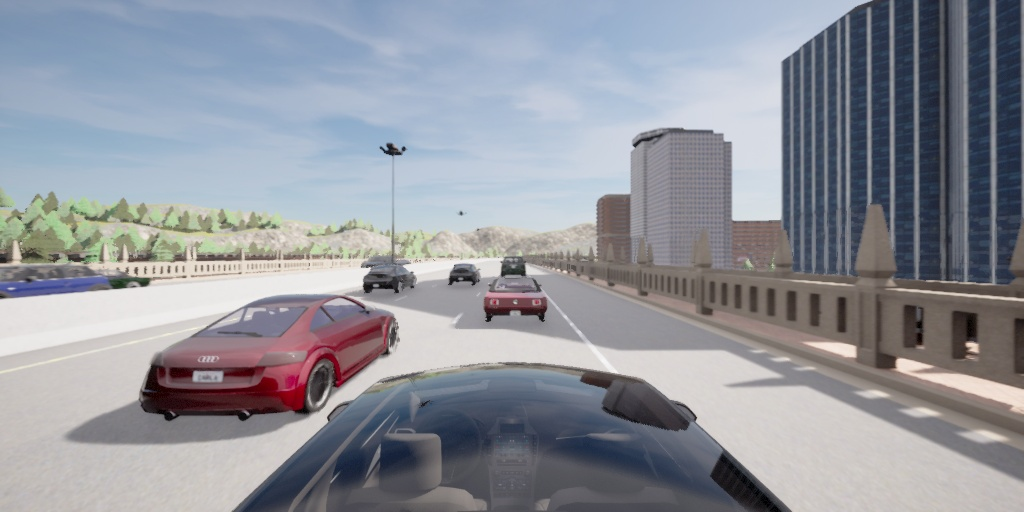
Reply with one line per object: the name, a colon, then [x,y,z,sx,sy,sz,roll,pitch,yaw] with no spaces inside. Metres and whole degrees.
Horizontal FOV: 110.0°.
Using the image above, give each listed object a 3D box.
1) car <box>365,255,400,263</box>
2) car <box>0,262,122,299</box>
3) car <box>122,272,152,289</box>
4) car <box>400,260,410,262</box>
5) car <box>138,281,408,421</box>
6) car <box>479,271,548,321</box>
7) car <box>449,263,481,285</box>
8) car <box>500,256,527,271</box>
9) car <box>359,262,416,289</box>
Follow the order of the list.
car: [-14.043,1.018,37.900,2.150,2.045,5.566,0,0,1]
car: [-17.593,1.102,12.834,2.097,1.767,4.553,0,0,0]
car: [-21.090,1.354,17.770,1.895,1.301,4.718,0,0,0]
car: [-17.481,1.359,57.738,1.882,1.535,5.008,0,0,0]
car: [-3.389,1.313,5.999,1.994,1.385,4.181,0,0,0]
car: [0.102,1.355,12.464,1.895,1.301,4.718,0,0,0]
car: [-3.394,1.275,26.109,1.837,1.490,4.892,0,0,0]
car: [0.110,1.003,31.964,2.150,2.045,5.566,0,0,0]
car: [-6.896,1.265,20.581,1.837,1.490,4.892,0,0,0]
